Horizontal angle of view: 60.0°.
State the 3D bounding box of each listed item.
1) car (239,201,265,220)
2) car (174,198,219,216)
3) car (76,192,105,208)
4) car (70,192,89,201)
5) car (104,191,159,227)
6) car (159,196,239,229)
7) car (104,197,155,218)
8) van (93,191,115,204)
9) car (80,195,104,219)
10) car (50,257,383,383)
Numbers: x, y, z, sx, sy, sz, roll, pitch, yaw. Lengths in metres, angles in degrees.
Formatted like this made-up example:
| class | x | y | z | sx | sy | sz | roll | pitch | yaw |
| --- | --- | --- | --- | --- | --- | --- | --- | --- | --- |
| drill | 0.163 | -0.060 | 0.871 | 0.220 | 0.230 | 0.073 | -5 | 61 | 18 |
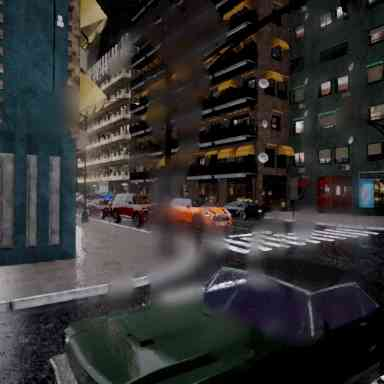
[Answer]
| class | x | y | z | sx | sy | sz | roll | pitch | yaw |
| --- | --- | --- | --- | --- | --- | --- | --- | --- | --- |
| car | 3.588 | 1.354 | 25.192 | 1.947 | 1.339 | 4.313 | 2 | 0 | -36 |
| car | 0.323 | 1.289 | 29.705 | 1.802 | 1.307 | 4.206 | 2 | 0 | -36 |
| car | -11.181 | 1.018 | 35.724 | 1.812 | 1.442 | 4.674 | 1 | 1 | -36 |
| car | -19.267 | 0.769 | 56.784 | 1.887 | 1.381 | 4.507 | 2 | 0 | -36 |
| car | -3.217 | 1.034 | 20.312 | 2.192 | 1.841 | 5.009 | 2 | 0 | -36 |
| car | 0.294 | 1.127 | 19.894 | 2.097 | 1.767 | 4.553 | 1 | 0 | -37 |
| car | -5.302 | 1.184 | 27.587 | 2.033 | 1.411 | 5.357 | 1 | 0 | -36 |
| van | -12.733 | 0.727 | 47.759 | 1.690 | 1.788 | 3.998 | 2 | 0 | -36 |
| car | -6.489 | 1.183 | 24.825 | 1.887 | 1.381 | 4.507 | 2 | 0 | -36 |
| car | 0.909 | 1.601 | 4.023 | 4.718 | 1.301 | 1.895 | 0 | 0 | -35 |
